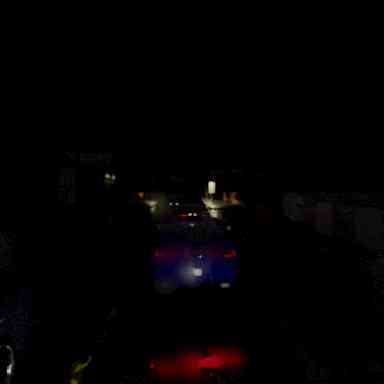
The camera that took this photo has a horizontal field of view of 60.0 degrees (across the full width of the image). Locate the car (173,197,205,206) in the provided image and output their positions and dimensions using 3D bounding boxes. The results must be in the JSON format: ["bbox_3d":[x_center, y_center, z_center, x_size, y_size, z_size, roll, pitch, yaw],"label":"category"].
[{"bbox_3d":[0.023,1.259,18.091,1.837,1.490,4.892,0,1,0],"label":"car"}]

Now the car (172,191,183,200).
[{"bbox_3d":[-3.142,0.717,70.495,2.097,1.767,4.553,0,0,-6],"label":"car"}]

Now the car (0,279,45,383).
[{"bbox_3d":[-2.850,1.515,2.063,2.033,1.411,5.357,0,1,0],"label":"car"}]

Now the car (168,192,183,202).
[{"bbox_3d":[-2.888,0.906,55.153,2.128,1.511,4.902,0,0,0],"label":"car"}]

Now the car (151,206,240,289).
[{"bbox_3d":[0.071,1.350,8.826,1.882,1.535,5.008,0,1,0],"label":"car"}]
